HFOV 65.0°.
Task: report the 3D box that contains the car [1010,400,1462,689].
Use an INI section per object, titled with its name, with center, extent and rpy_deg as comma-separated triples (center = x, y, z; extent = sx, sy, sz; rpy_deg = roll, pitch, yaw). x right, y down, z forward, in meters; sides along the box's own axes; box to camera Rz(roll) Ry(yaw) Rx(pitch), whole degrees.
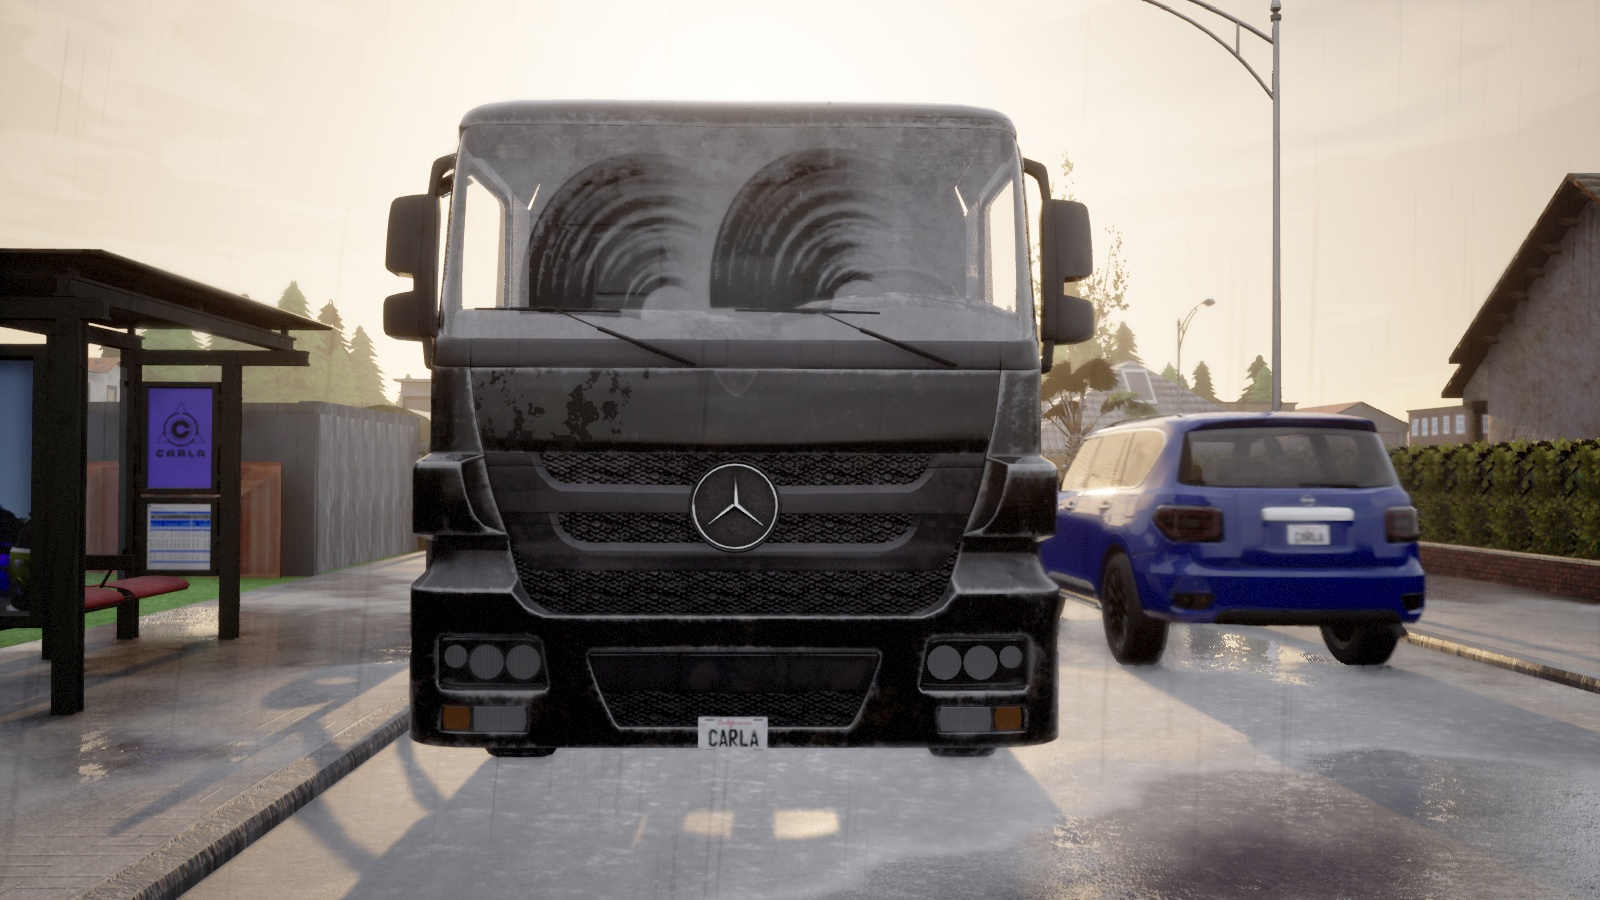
[car]
center = 3.583, 0.716, 11.755
extent = 2.150, 2.045, 5.566
rpy_deg = 0, -1, -2

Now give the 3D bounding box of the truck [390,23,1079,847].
[truck]
center = -0.345, -0.011, 9.266
extent = 2.891, 3.462, 7.936
rpy_deg = 0, -1, -1
